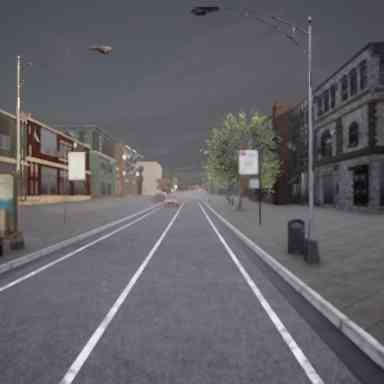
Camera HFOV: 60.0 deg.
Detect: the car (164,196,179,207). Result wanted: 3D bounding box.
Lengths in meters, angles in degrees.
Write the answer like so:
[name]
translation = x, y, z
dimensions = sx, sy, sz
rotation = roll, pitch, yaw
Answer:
[car]
translation = -3.119, 1.345, 50.604
dimensions = 2.097, 1.767, 4.553
rotation = 0, 0, 0
